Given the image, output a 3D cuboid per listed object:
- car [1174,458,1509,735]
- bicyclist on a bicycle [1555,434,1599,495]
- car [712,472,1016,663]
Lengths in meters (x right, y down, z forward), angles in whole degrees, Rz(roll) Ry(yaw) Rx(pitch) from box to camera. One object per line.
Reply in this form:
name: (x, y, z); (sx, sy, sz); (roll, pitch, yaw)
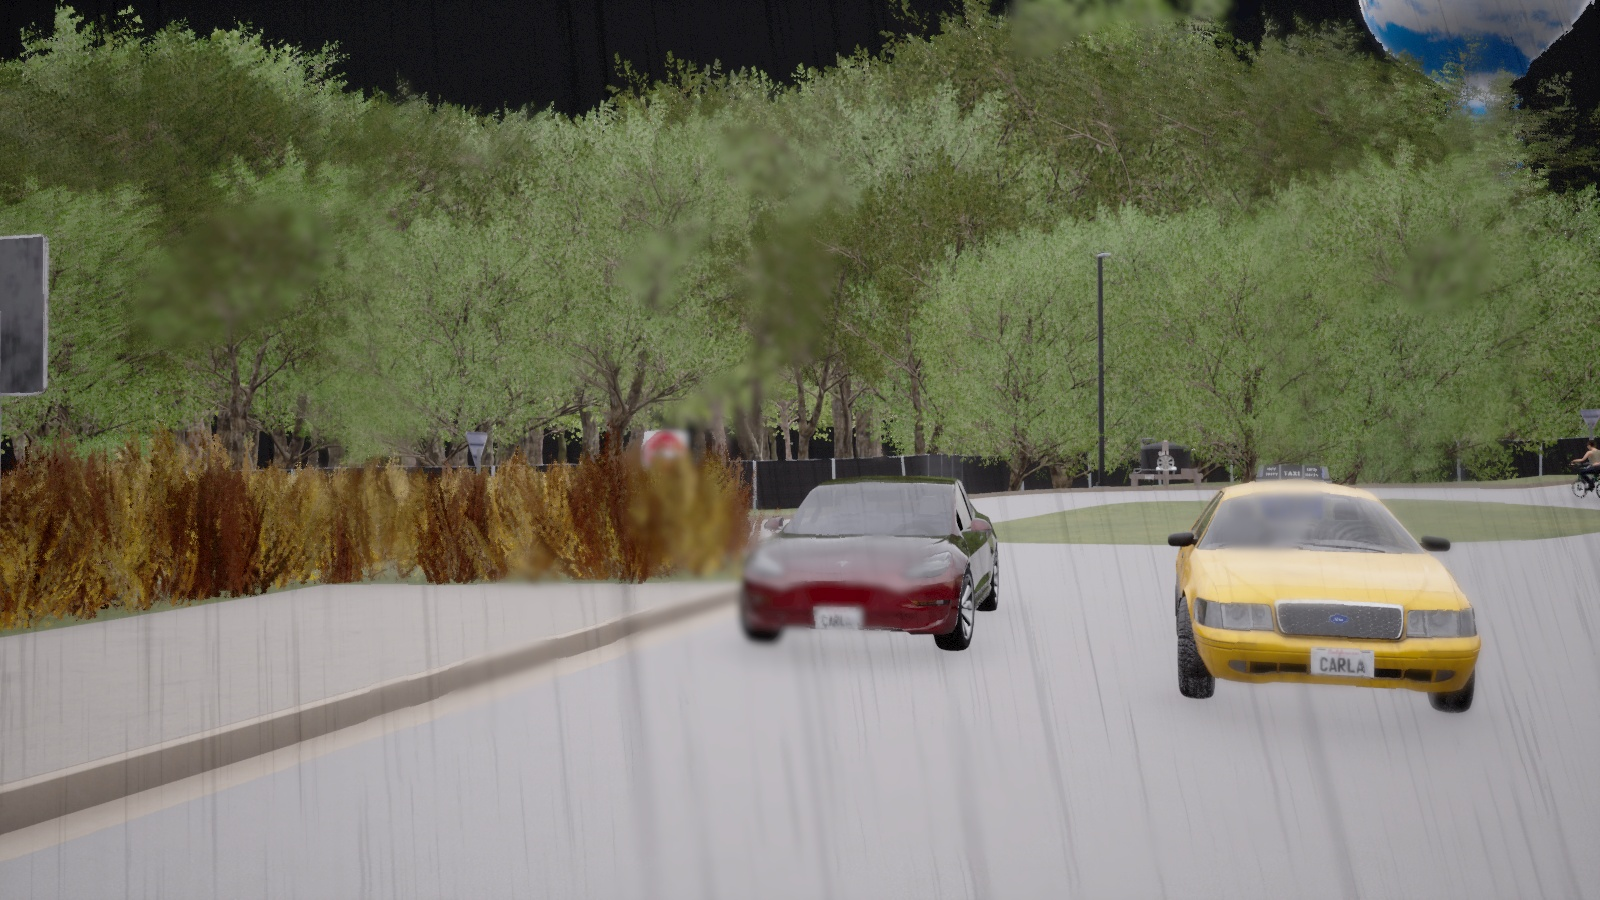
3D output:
car: (3.950, 0.863, 10.039); (1.801, 1.575, 5.366); (0, 0, 16)
bicyclist on a bicycle: (21.545, 0.376, 34.277); (0.866, 1.612, 1.509); (-3, 0, -3)
car: (0.887, 0.986, 12.515); (2.163, 1.488, 4.792); (-1, -1, 13)
